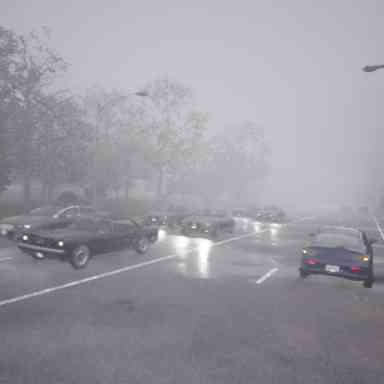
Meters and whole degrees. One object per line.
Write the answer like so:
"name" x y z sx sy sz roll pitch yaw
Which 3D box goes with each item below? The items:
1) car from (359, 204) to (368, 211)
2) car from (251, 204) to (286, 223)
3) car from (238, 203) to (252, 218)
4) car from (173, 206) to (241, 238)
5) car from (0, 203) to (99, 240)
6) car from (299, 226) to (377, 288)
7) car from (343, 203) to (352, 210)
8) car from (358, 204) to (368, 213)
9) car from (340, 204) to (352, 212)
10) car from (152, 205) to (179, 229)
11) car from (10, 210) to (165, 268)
"car" 41.179 3.721 79.875 1.882 1.535 5.008 3 0 28
"car" 7.384 1.969 30.854 1.837 1.490 4.892 3 0 28
"car" 5.932 1.947 35.587 2.033 1.411 5.357 3 0 28
"car" 0.990 1.660 18.748 1.994 1.385 4.181 3 0 26
"car" -5.490 1.231 13.914 2.128 1.511 4.902 3 0 28
"car" 4.568 1.793 10.293 1.812 1.442 4.674 3 0 28
"car" 38.085 3.607 81.506 1.812 1.442 4.674 3 0 28
"car" 36.323 3.597 70.657 1.837 1.490 4.892 3 0 28
"car" 33.406 3.498 72.627 1.994 1.385 4.181 3 0 28
"car" -1.367 1.542 21.762 1.994 1.385 4.181 3 0 28
"car" -3.094 1.461 10.966 1.895 1.301 4.718 3 0 28
